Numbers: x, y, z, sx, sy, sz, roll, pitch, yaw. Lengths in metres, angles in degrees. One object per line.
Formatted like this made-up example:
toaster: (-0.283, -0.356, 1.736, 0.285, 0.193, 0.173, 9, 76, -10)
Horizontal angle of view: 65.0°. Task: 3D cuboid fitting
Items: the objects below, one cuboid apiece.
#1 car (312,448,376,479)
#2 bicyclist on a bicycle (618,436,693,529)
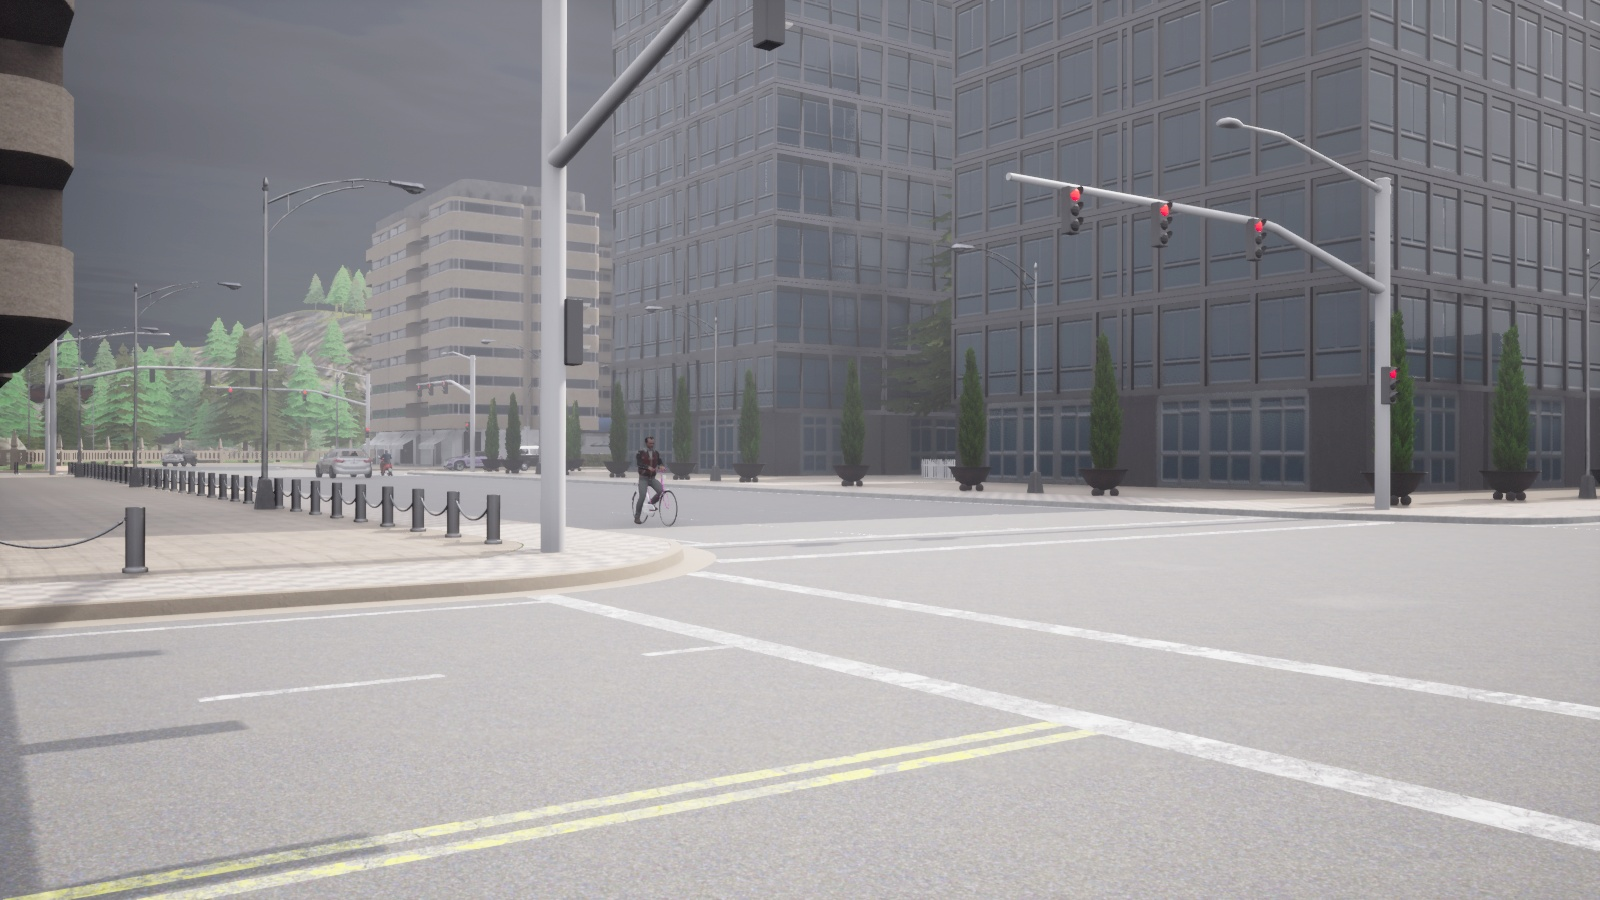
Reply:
car: (-25.523, 0.760, 70.225, 2.242, 1.667, 4.611, 0, 0, -35)
bicyclist on a bicycle: (-2.865, 0.627, 24.769, 0.659, 1.776, 1.843, 0, 0, -35)
